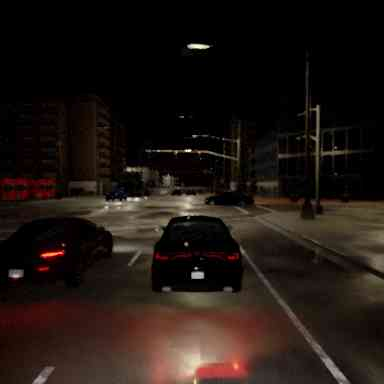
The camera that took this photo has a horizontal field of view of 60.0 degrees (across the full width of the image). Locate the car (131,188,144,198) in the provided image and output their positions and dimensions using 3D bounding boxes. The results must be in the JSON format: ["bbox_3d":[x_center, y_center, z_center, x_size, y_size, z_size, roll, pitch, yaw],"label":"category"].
[{"bbox_3d":[-10.612,0.481,61.854,1.895,1.301,4.718,0,1,0],"label":"car"}]

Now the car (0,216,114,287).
[{"bbox_3d":[-3.417,1.370,8.771,1.812,1.442,4.674,0,1,0],"label":"car"}]

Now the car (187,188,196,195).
[{"bbox_3d":[-0.147,-0.087,85.677,2.097,1.767,4.553,0,1,0],"label":"car"}]

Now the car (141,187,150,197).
[{"bbox_3d":[-10.626,-0.022,73.230,2.150,2.045,5.566,0,1,0],"label":"car"}]

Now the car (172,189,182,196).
[{"bbox_3d":[-3.630,0.255,75.701,1.812,1.442,4.674,0,1,0],"label":"car"}]

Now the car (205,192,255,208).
[{"bbox_3d":[3.854,0.759,33.991,5.008,1.535,1.882,0,2,15],"label":"car"}]

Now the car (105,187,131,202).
[{"bbox_3d":[-10.651,0.277,47.274,2.150,2.045,5.566,0,1,0],"label":"car"}]

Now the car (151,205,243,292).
[{"bbox_3d":[0.092,1.327,8.573,1.882,1.535,5.008,0,1,0],"label":"car"}]

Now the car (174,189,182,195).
[{"bbox_3d":[-3.647,0.059,85.702,1.837,1.490,4.892,0,1,0],"label":"car"}]

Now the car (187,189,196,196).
[{"bbox_3d":[-0.130,0.085,75.676,2.097,1.767,4.553,0,1,0],"label":"car"}]
